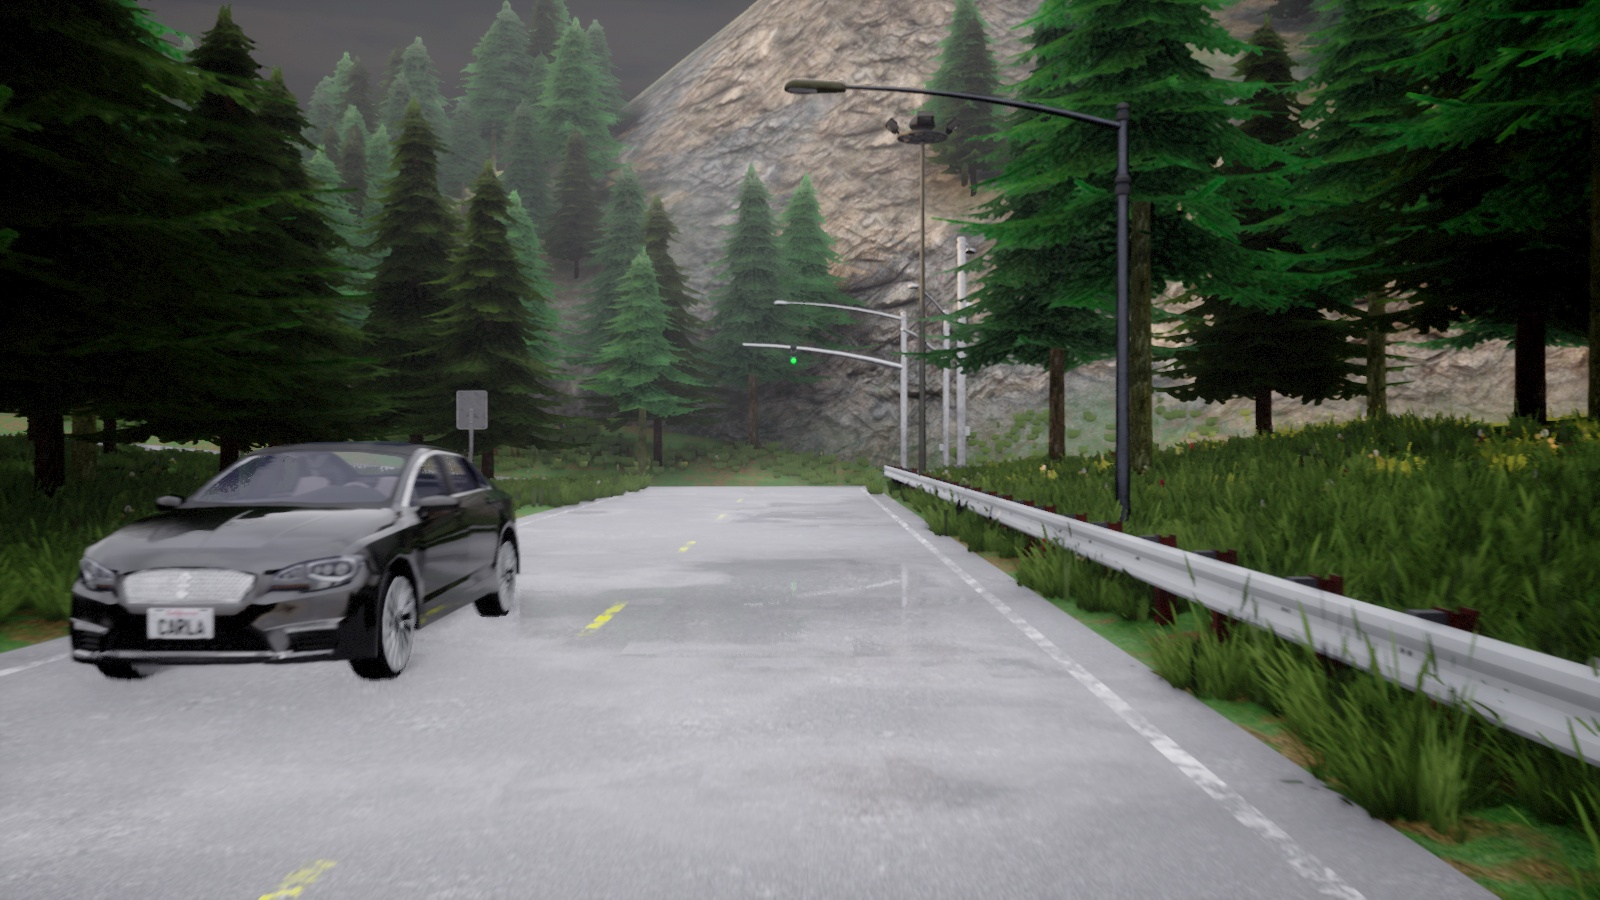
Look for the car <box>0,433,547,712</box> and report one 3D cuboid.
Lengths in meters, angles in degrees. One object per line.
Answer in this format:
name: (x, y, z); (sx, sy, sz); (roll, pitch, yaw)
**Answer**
car: (-3.432, 0.648, 9.248); (2.128, 1.511, 4.902); (0, 0, 0)
